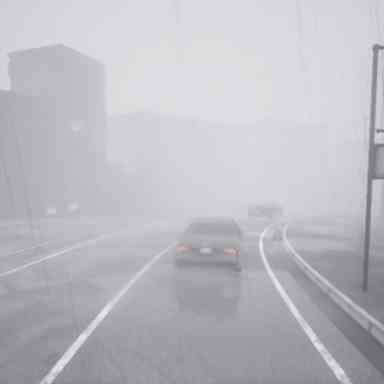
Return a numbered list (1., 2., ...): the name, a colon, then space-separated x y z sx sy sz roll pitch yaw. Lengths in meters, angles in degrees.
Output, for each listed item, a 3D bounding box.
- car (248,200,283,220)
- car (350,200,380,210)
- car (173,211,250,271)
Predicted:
1. car: 6.207 1.429 27.660 1.882 1.535 5.008 2 1 28
2. car: 27.511 1.964 52.484 5.357 1.411 2.033 2 3 -25
3. car: 0.710 1.490 10.742 2.033 1.411 5.357 1 0 9
